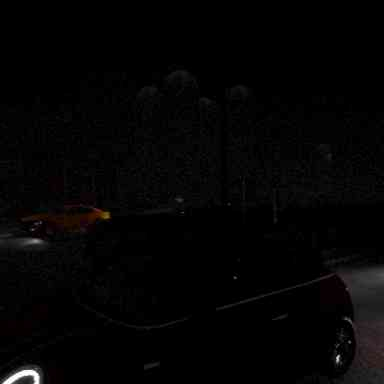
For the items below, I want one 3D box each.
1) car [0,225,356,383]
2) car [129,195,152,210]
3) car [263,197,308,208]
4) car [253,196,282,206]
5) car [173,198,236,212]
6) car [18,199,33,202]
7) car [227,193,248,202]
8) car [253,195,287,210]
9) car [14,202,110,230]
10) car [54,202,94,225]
[{"bbox_3d":[-0.117,1.352,3.909,4.553,1.767,2.097,0,0,-35],"label":"car"},{"bbox_3d":[-6.746,1.318,42.853,1.905,1.878,3.866,0,0,-36],"label":"car"},{"bbox_3d":[9.393,1.536,31.916,4.674,1.442,1.812,0,0,-35],"label":"car"},{"bbox_3d":[12.866,1.496,57.041,2.242,1.667,4.611,0,0,-36],"label":"car"},{"bbox_3d":[0.709,1.496,25.718,4.902,1.511,2.128,0,0,-36],"label":"car"},{"bbox_3d":[-17.337,1.504,34.491,1.816,1.474,4.193,0,0,-36],"label":"car"},{"bbox_3d":[8.333,1.236,63.320,5.566,2.045,2.150,0,0,-36],"label":"car"},{"bbox_3d":[9.279,1.321,38.087,1.932,1.855,4.605,0,0,-36],"label":"car"},{"bbox_3d":[-6.968,1.478,18.717,1.882,1.535,5.008,0,0,38],"label":"car"},{"bbox_3d":[-8.830,1.521,24.766,1.784,1.438,3.905,0,0,-36],"label":"car"}]
